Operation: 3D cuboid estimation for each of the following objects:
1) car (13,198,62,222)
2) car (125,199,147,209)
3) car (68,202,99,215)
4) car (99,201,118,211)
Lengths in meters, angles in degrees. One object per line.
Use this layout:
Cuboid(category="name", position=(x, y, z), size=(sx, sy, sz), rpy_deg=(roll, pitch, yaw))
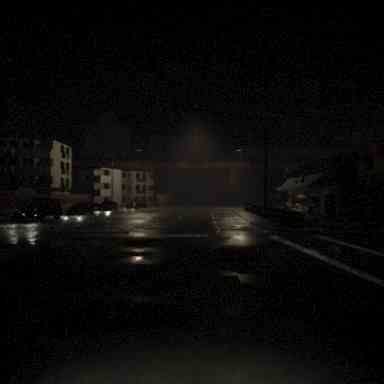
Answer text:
Cuboid(category="car", position=(-13.783, 1.542, 30.196), size=(2.150, 2.045, 5.566), rpy_deg=(0, -1, 2))
Cuboid(category="car", position=(-10.033, 2.085, 59.900), size=(2.097, 1.767, 4.553), rpy_deg=(0, -1, 24))
Cuboid(category="car", position=(-13.313, 1.935, 40.256), size=(1.882, 1.535, 5.008), rpy_deg=(0, -1, 3))
Cuboid(category="car", position=(-12.559, 2.097, 49.925), size=(1.837, 1.490, 4.892), rpy_deg=(0, -1, 6))
